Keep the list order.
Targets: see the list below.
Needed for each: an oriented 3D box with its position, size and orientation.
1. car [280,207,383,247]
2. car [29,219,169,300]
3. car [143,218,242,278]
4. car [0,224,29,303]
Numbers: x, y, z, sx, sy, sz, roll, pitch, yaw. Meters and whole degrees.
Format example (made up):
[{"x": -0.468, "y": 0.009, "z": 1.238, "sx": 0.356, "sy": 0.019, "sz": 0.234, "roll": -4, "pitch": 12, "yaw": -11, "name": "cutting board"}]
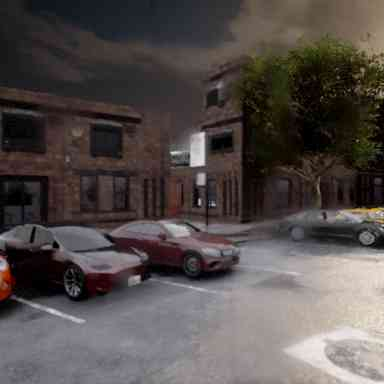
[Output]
[{"x": 6.581, "y": 1.547, "z": 15.457, "sx": 4.892, "sy": 1.521, "sz": 2.231, "roll": -1, "pitch": -1, "yaw": 35, "name": "car"}, {"x": -3.198, "y": 1.523, "z": 8.515, "sx": 4.792, "sy": 1.488, "sz": 2.163, "roll": -1, "pitch": -1, "yaw": 35, "name": "car"}, {"x": -0.769, "y": 1.546, "z": 10.262, "sx": 4.674, "sy": 1.452, "sz": 2.002, "roll": -1, "pitch": -1, "yaw": 35, "name": "car"}, {"x": -5.702, "y": 1.357, "z": 6.828, "sx": 4.553, "sy": 1.767, "sz": 2.185, "roll": -1, "pitch": -1, "yaw": 35, "name": "car"}]
